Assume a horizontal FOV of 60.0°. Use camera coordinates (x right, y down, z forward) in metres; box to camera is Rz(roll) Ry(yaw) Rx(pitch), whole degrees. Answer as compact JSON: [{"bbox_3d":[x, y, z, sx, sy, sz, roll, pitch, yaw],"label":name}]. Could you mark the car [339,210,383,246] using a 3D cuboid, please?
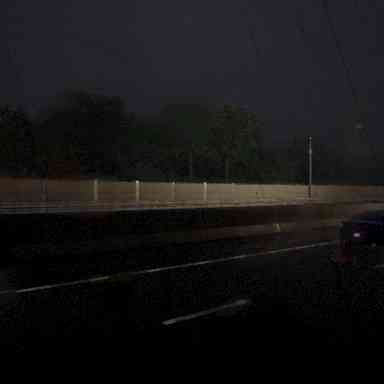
[{"bbox_3d":[8.268,1.485,14.066,5.008,1.535,1.882,0,0,-35],"label":"car"}]
